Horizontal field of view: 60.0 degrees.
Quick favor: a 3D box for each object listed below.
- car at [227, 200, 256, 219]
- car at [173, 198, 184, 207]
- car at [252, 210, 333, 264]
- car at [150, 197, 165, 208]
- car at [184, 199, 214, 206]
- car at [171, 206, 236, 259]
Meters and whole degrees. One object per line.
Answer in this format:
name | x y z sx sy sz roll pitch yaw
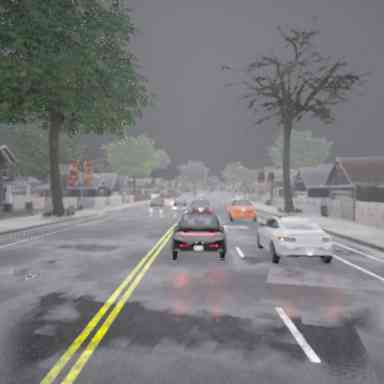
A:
car | 3.991 1.412 27.487 2.097 1.767 4.553 0 0 2
car | -1.853 1.610 51.792 1.812 1.442 4.674 0 0 2
car | 3.508 1.559 11.931 1.812 1.442 4.674 0 -1 2
car | -5.169 1.584 50.106 1.837 1.490 4.892 0 0 2
car | 0.743 1.410 27.599 2.097 1.767 4.553 0 0 2
car | 0.283 1.523 12.680 2.128 1.511 4.902 0 0 2
